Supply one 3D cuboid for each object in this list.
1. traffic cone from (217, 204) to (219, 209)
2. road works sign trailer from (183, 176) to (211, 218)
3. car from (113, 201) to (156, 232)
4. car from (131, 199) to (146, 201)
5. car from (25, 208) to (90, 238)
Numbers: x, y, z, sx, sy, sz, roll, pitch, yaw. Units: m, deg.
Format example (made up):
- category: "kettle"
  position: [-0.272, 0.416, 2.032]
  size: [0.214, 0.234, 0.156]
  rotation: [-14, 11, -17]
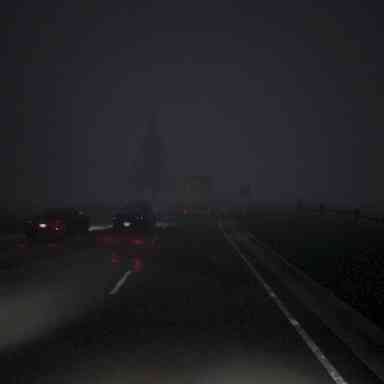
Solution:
- category: "traffic cone"
  position: [3.245, 1.851, 42.087]
  size: [0.340, 0.580, 0.340]
  rotation: [0, 0, 5]
- category: "road works sign trailer"
  position: [0.498, 0.392, 29.287]
  size: [2.380, 3.560, 2.880]
  rotation: [0, 0, 5]
- category: "car"
  position: [-3.284, 1.478, 19.449]
  size: [1.812, 1.442, 4.674]
  rotation: [0, 0, 2]
- category: "car"
  position: [-5.686, 1.459, 35.769]
  size: [2.033, 1.411, 5.357]
  rotation: [0, 0, 6]
- category: "car"
  position: [-6.837, 1.521, 17.373]
  size: [1.994, 1.385, 4.181]
  rotation: [0, 0, 2]
